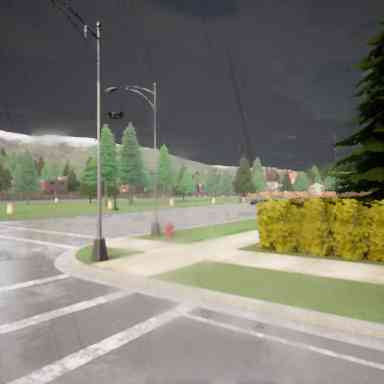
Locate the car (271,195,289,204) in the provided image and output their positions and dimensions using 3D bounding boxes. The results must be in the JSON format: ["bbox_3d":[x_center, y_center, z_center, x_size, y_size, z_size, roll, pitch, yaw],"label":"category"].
[{"bbox_3d":[17.884,1.477,67.426,2.097,1.767,4.553,0,0,36],"label":"car"}]

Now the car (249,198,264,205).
[{"bbox_3d":[12.044,1.725,59.351,1.895,1.301,4.718,0,0,36],"label":"car"}]

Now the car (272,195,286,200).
[{"bbox_3d":[15.336,1.632,57.934,1.812,1.442,4.674,0,0,36],"label":"car"}]
